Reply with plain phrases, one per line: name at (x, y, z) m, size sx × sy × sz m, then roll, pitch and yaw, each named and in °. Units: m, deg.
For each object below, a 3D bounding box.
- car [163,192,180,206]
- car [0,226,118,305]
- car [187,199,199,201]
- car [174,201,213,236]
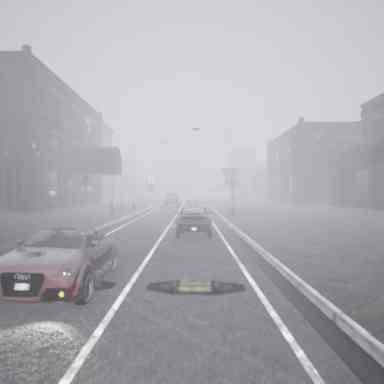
car at (-3.064, 1.082, 50.723) m, size 2.150 × 2.045 × 5.566 m, roll 0°, pitch 0°, yaw 0°
car at (-3.086, 1.543, 7.999) m, size 1.994 × 1.385 × 4.181 m, roll 1°, pitch -1°, yaw -1°
car at (0.094, 1.480, 36.578) m, size 2.033 × 1.411 × 5.357 m, roll 0°, pitch 0°, yaw 0°
car at (0.098, 1.493, 18.185) m, size 1.837 × 1.490 × 4.892 m, roll 0°, pitch 0°, yaw 0°
